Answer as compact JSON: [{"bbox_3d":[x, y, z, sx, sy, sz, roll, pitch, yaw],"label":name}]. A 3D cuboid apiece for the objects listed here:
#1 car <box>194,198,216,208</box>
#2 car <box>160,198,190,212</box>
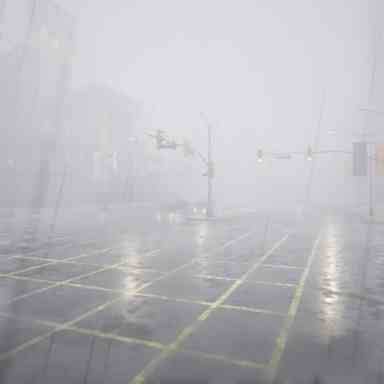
[{"bbox_3d":[1.930,1.596,48.673,1.895,1.301,4.718,0,0,23],"label":"car"},{"bbox_3d":[-1.997,1.475,39.243,1.882,1.535,5.008,0,0,25],"label":"car"}]
